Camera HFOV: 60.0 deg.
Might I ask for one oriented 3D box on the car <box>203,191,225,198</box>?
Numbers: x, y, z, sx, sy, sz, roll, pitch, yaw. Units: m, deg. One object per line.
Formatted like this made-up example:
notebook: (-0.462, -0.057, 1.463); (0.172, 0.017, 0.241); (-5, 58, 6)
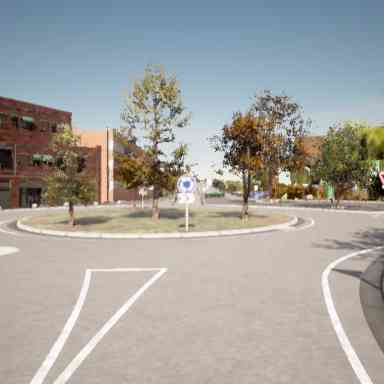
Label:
car: (6.509, 0.789, 92.717); (5.566, 2.045, 2.435); (0, 0, 0)

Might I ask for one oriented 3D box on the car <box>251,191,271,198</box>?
car: (19.024, 0.911, 89.871); (4.553, 1.767, 2.185); (0, 1, 0)
